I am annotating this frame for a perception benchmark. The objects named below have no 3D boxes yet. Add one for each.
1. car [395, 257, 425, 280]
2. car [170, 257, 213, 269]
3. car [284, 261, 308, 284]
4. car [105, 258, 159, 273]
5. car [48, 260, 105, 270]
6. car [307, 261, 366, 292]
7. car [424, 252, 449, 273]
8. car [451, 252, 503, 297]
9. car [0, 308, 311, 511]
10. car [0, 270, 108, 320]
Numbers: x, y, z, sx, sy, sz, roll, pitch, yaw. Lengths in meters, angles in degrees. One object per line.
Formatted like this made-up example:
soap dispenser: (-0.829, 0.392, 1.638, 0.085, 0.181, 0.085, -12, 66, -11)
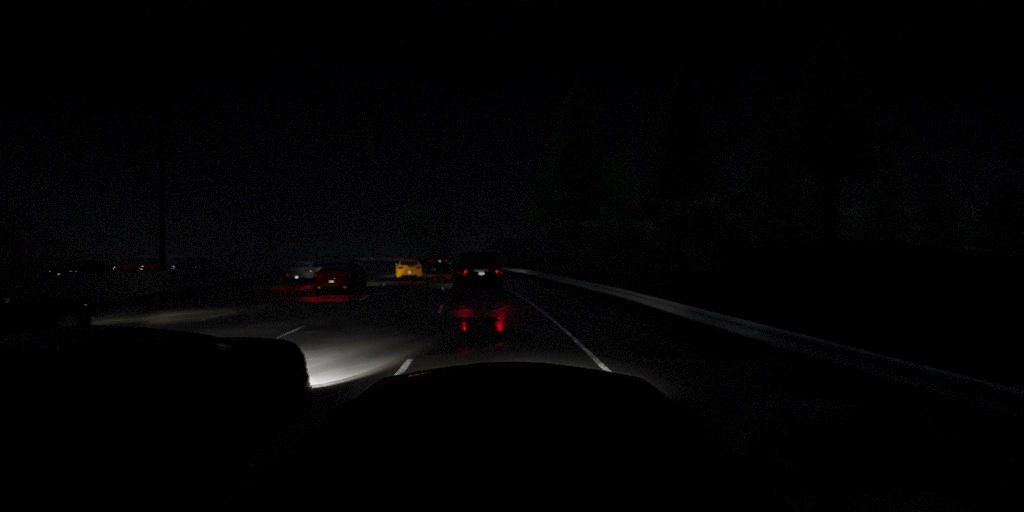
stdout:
car: (-8.230, 1.012, 28.502, 1.882, 1.535, 5.008, 0, 1, -18)
car: (-28.497, 0.933, 32.031, 2.097, 1.767, 4.553, 0, 1, -27)
car: (-14.433, 1.091, 25.059, 1.812, 1.442, 4.674, 0, 0, -17)
car: (-31.616, 0.947, 30.443, 2.097, 1.767, 4.553, 0, 1, -27)
car: (-34.693, 1.073, 28.769, 1.837, 1.490, 4.892, 0, 0, -27)
car: (-9.408, 1.083, 19.955, 1.882, 1.535, 5.008, 0, 0, -13)
car: (-8.403, 0.669, 38.414, 2.150, 2.045, 5.566, 0, 0, -26)
car: (-1.822, 0.838, 18.164, 2.150, 2.045, 5.566, 0, 0, -11)
car: (-3.659, 1.303, 3.109, 1.994, 1.385, 4.181, 0, 0, -2)
car: (-10.802, 1.194, 6.345, 1.882, 1.535, 5.008, 0, 0, -4)
